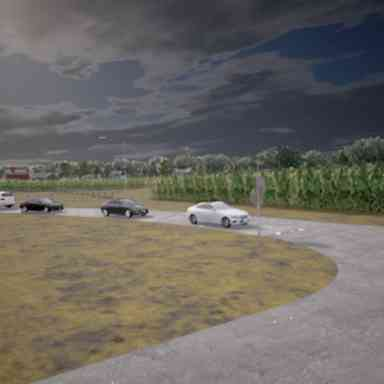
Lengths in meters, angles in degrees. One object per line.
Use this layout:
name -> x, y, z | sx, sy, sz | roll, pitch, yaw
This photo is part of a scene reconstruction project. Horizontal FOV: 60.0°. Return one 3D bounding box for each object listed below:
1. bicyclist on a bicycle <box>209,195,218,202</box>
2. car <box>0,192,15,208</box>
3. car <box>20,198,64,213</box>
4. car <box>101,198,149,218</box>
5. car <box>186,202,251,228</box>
bicyclist on a bicycle -> 1.904, 1.052, 29.784 | 0.582, 1.620, 1.656 | 1, 1, 43
car -> -24.539, 1.012, 40.839 | 5.566, 2.045, 2.150 | 0, 2, 15
car -> -15.485, 1.328, 34.336 | 5.008, 1.535, 1.882 | 0, 2, 25
car -> -5.741, 1.312, 28.185 | 4.892, 1.490, 1.837 | 0, 2, 38
car -> 1.563, 1.350, 21.147 | 1.812, 1.442, 4.674 | -3, 2, -42
